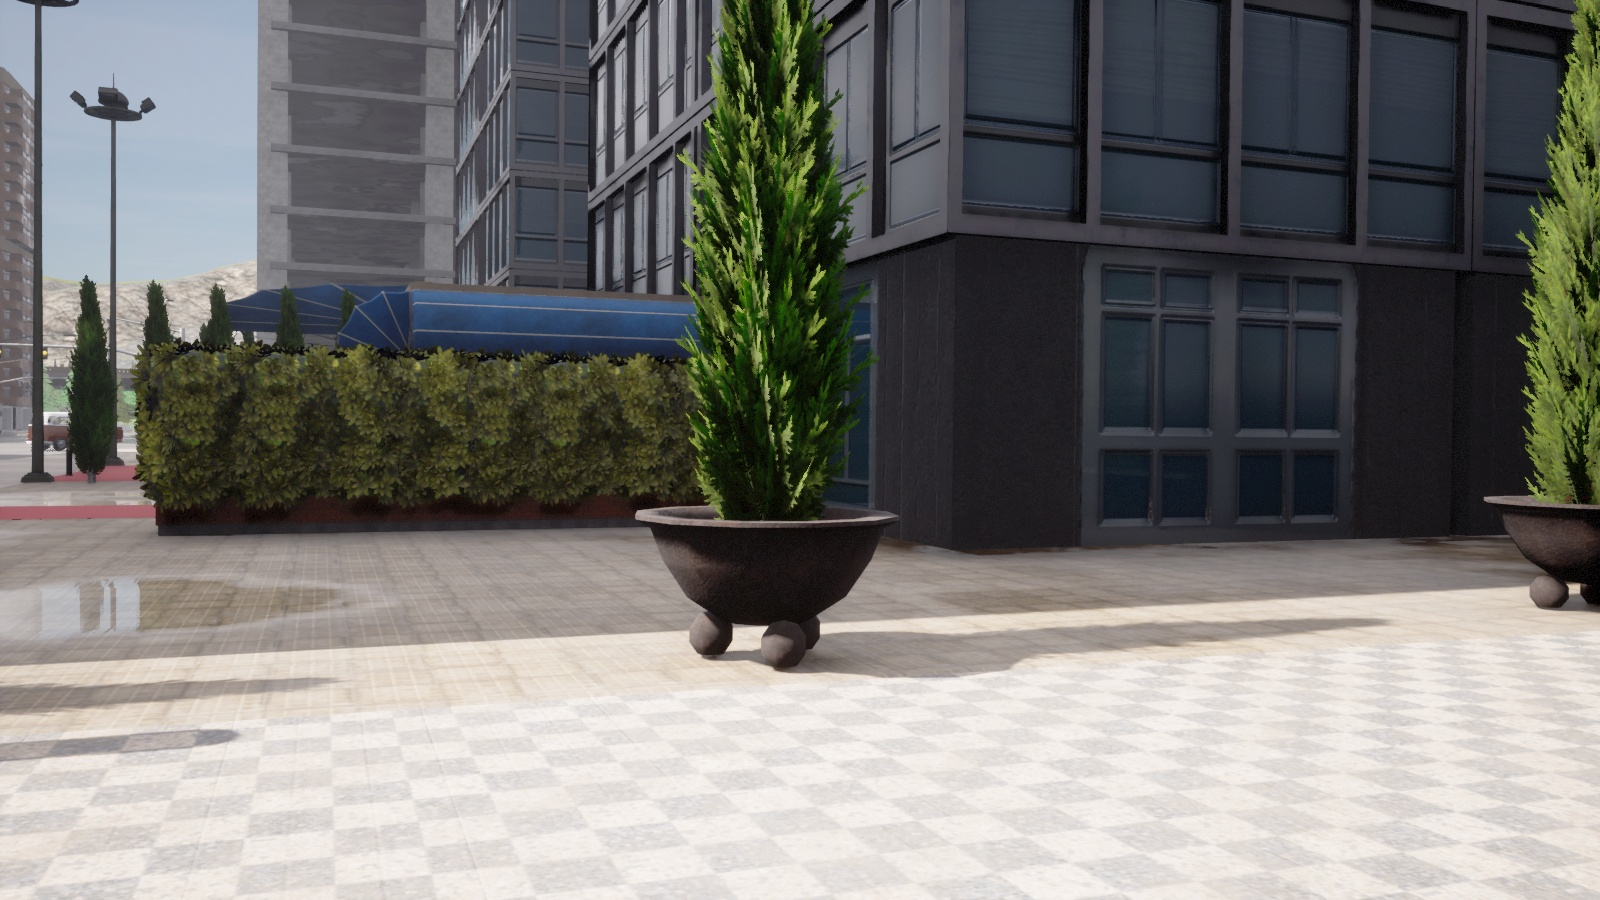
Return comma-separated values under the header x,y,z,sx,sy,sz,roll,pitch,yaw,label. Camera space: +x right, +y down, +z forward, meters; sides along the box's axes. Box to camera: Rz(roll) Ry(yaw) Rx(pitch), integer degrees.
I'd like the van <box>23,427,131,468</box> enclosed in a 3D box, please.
x,y,z,sx,sy,sz,roll,pitch,yaw,label
-38.412,-0.151,66.815,2.069,2.038,4.480,-1,1,31,van
